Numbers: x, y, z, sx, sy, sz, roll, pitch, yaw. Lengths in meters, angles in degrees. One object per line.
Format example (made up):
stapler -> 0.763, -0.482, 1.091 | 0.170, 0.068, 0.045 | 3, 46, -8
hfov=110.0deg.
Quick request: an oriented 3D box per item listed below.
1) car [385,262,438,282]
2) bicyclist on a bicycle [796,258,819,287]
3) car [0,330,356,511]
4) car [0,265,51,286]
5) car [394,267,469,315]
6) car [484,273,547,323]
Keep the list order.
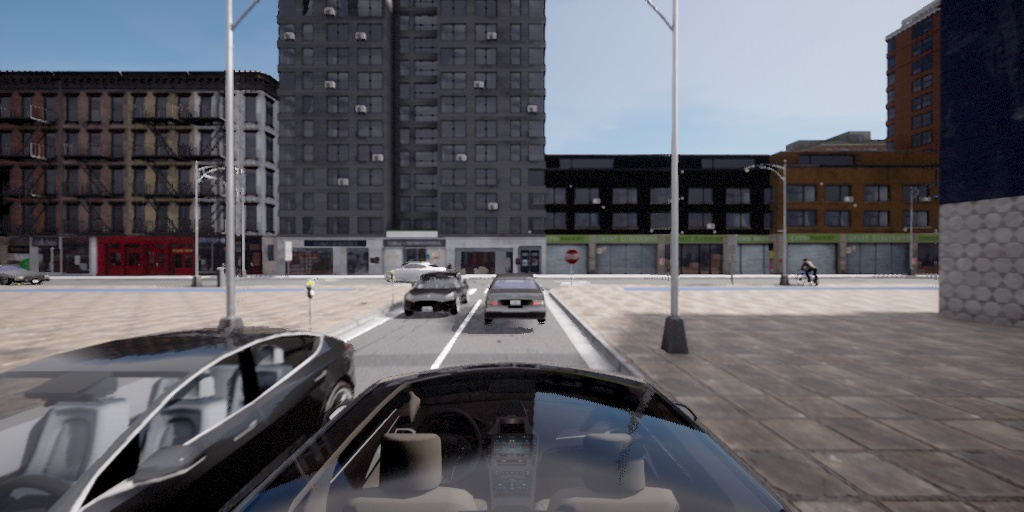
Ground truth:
car -> -7.095, 1.196, 26.538 | 4.674, 1.442, 1.812 | 0, -1, 17
bicyclist on a bicycle -> 17.351, 0.954, 21.063 | 0.582, 1.620, 1.656 | 0, 0, 0
car -> -2.638, 1.313, 2.472 | 1.948, 1.339, 4.313 | 0, 0, 0
car -> -34.509, 1.308, 23.981 | 5.357, 1.411, 2.033 | 0, 0, 0
car -> -2.642, 1.274, 13.376 | 1.948, 1.339, 4.313 | 0, 0, 0
car -> 0.085, 1.261, 11.888 | 2.033, 1.411, 5.357 | 0, 0, 0
